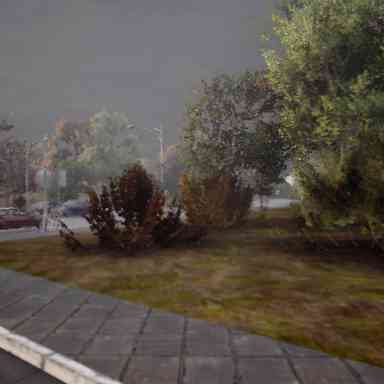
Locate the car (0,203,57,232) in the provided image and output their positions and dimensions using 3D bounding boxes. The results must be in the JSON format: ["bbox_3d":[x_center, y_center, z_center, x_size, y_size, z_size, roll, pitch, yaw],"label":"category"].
[{"bbox_3d":[-10.884,1.646,19.886,1.812,1.442,4.674,0,0,32],"label":"car"}]

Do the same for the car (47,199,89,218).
[{"bbox_3d":[-11.432,1.515,32.308,2.097,1.767,4.553,0,0,32],"label":"car"}]

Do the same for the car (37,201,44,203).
[{"bbox_3d":[-14.848,1.688,33.454,1.837,1.490,4.892,0,0,32],"label":"car"}]

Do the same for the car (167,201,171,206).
[{"bbox_3d":[-2.183,1.698,53.398,1.837,1.490,4.892,0,-1,33],"label":"car"}]
